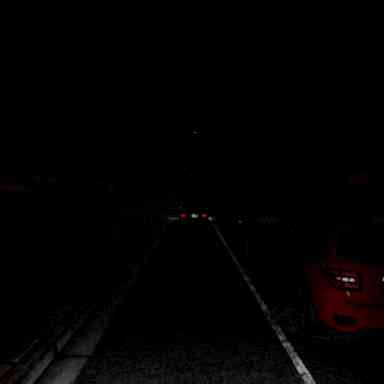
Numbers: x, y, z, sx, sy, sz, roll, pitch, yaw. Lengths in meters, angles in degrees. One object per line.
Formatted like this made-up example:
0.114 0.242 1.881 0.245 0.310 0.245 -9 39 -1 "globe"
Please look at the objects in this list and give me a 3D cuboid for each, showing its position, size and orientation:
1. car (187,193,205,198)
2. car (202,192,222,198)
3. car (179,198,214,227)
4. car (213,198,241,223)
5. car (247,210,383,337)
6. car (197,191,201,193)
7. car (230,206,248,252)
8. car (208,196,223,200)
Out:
0.103 1.205 36.755 2.033 1.411 5.357 0 1 0 "car"
2.685 0.940 39.849 2.192 1.841 5.009 2 1 0 "car"
0.097 1.374 21.425 2.033 1.411 5.357 0 1 0 "car"
2.671 1.374 23.188 1.947 1.339 4.313 2 1 0 "car"
2.669 1.272 6.518 2.192 1.841 5.009 2 0 0 "car"
2.692 0.755 73.171 1.967 1.590 4.097 2 0 0 "car"
2.666 1.459 12.077 1.887 1.381 4.507 2 1 0 "car"
2.673 1.314 28.745 1.947 1.339 4.313 2 1 0 "car"
